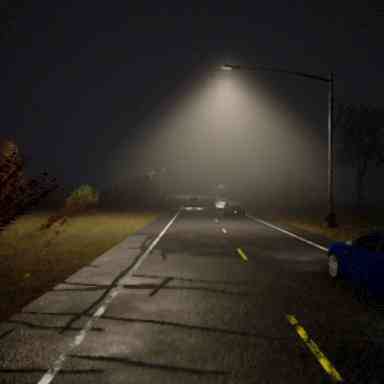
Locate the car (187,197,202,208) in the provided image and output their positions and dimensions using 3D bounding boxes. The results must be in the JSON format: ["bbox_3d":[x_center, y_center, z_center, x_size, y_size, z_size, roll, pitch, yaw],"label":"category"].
[{"bbox_3d":[0.304,1.511,49.590,1.837,1.490,4.892,0,0,0],"label":"car"}]

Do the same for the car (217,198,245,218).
[{"bbox_3d":[3.803,1.537,31.151,2.128,1.511,4.902,0,0,1],"label":"car"}]

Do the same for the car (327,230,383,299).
[{"bbox_3d":[4.595,1.519,7.103,1.882,1.535,5.008,0,0,0],"label":"car"}]

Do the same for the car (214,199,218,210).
[{"bbox_3d":[3.846,1.564,43.437,1.812,1.442,4.674,0,0,0],"label":"car"}]
